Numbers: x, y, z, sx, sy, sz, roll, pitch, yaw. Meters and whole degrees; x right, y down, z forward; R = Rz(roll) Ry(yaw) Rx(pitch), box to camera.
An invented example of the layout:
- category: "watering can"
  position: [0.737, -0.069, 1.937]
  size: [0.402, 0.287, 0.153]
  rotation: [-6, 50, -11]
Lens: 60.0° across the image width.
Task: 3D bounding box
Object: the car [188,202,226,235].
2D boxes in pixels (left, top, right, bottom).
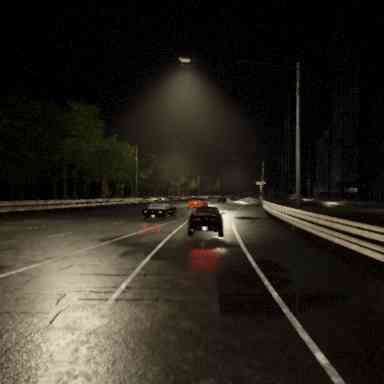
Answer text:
- category: "car"
  position: [0.846, 1.560, 19.083]
  size: [1.837, 1.490, 4.892]
  rotation: [0, 0, 5]

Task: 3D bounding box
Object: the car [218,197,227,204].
- category: "car"
  position: [6.927, 1.846, 75.566]
  size: [1.837, 1.490, 4.892]
  rotation: [1, 0, 12]

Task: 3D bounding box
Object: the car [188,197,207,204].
- category: "car"
  position: [0.874, 1.517, 46.121]
  size: [2.097, 1.767, 4.553]
  rotation: [0, 0, 12]

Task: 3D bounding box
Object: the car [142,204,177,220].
- category: "car"
  position: [-2.683, 1.661, 28.876]
  size: [1.895, 1.301, 4.718]
  rotation: [0, 0, 12]
